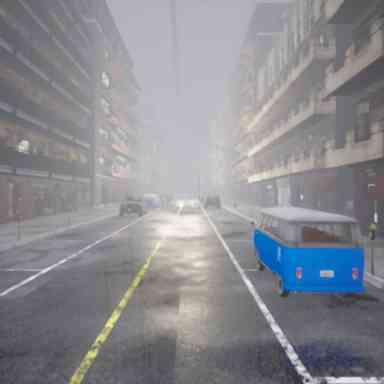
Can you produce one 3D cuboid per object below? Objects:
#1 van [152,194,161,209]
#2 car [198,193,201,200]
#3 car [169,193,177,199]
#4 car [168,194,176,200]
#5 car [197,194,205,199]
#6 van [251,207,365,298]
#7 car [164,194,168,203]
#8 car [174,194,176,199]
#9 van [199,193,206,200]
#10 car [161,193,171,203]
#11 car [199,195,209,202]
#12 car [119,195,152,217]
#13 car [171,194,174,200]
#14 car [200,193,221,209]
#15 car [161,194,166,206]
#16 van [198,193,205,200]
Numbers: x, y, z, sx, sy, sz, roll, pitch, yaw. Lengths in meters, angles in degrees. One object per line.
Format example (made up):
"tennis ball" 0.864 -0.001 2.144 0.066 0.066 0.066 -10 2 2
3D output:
"van" -5.326 1.215 42.178 1.690 1.788 3.998 1 0 0
"car" 2.539 1.373 64.896 1.947 1.339 4.313 1 0 0
"car" -5.355 1.170 93.215 1.967 1.590 4.097 1 0 0
"car" -5.354 1.327 87.545 1.802 1.307 4.206 1 0 0
"car" 2.523 1.295 93.249 1.947 1.339 4.313 1 0 0
"van" 2.573 1.316 8.187 1.690 1.788 3.998 1 0 0
"car" -5.335 1.406 53.520 1.947 1.339 4.313 1 0 0
"car" -5.349 1.200 81.874 1.967 1.590 4.097 1 0 0
"van" 2.532 1.101 81.908 1.690 1.788 3.998 1 0 0
"car" -5.338 1.375 59.190 2.008 1.369 4.403 1 0 0
"car" 2.536 1.342 70.566 2.008 1.369 4.403 1 0 0
"car" -5.319 1.223 30.835 2.192 1.841 5.009 1 0 0
"car" -5.338 1.123 64.861 2.192 1.841 5.009 1 0 0
"car" 2.554 1.188 42.211 2.192 1.841 5.009 1 0 0
"car" -5.332 1.408 47.848 2.008 1.369 4.403 1 0 0
"van" 2.529 1.086 87.578 1.690 1.788 3.998 1 0 0
